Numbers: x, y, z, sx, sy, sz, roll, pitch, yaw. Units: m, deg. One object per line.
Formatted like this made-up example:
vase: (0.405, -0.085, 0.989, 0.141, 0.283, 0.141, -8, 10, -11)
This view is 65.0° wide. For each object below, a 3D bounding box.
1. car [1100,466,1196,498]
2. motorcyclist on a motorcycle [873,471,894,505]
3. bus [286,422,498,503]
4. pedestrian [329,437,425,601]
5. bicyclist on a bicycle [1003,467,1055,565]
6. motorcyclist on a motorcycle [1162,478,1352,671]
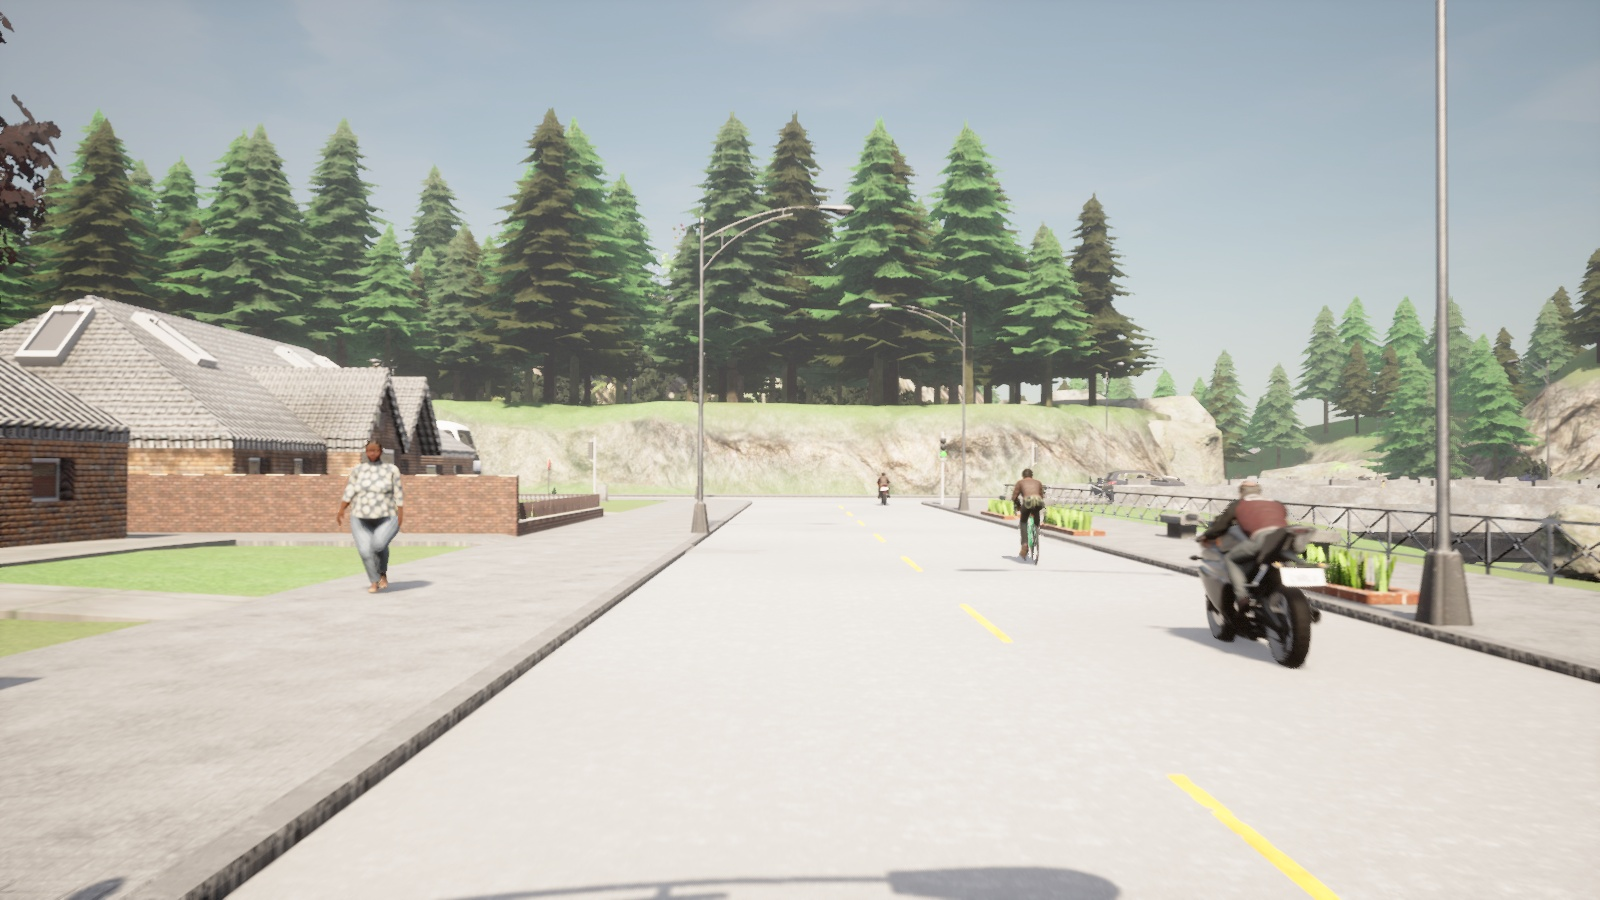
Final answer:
car: (18.997, 1.732, 68.655, 4.611, 1.667, 2.242, 0, -1, 0)
motorcyclist on a motorcycle: (3.863, 1.755, 58.161, 0.797, 1.523, 2.044, 0, -1, 0)
bus: (-22.095, 0.674, 68.564, 10.273, 4.253, 3.944, 0, -1, 0)
pedestrian: (-4.957, 0.792, 14.773, 0.874, 1.855, 0.900, 0, -1, -5)
bicyclist on a bicycle: (3.949, 1.116, 21.737, 0.582, 1.620, 1.656, 0, -1, 0)
motorcyclist on a motorcycle: (3.974, 1.020, 11.142, 0.866, 1.530, 2.191, 0, -1, 0)
